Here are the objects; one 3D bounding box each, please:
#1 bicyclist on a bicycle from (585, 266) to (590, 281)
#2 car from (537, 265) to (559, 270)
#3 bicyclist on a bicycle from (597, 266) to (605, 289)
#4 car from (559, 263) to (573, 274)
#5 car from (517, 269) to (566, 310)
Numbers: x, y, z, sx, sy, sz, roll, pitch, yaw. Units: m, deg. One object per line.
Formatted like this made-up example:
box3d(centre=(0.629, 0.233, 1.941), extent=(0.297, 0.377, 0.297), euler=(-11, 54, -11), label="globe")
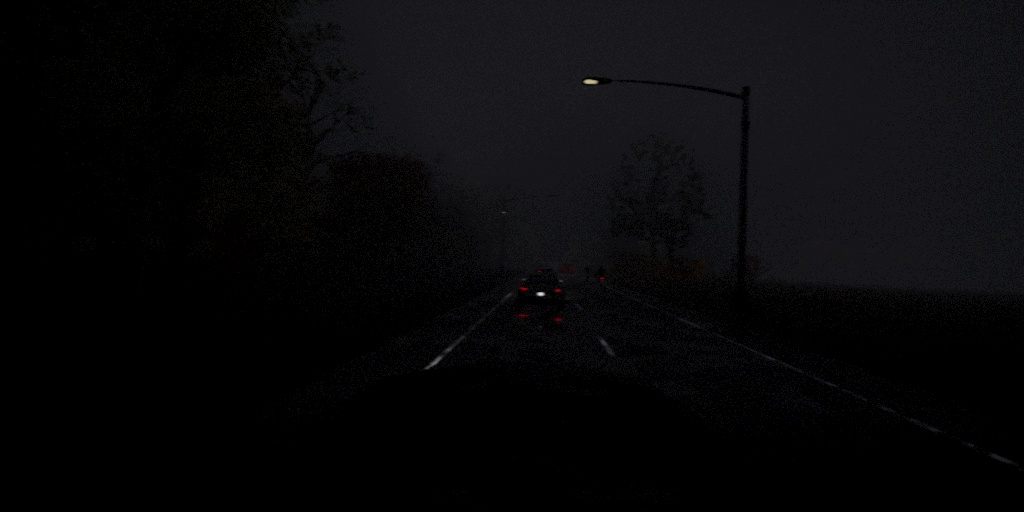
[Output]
box3d(centre=(7.686, 1.821, 36.443), extent=(0.582, 1.620, 1.656), euler=(2, -1, 6), label="bicyclist on a bicycle")
box3d(centre=(3.206, 1.697, 35.493), extent=(2.128, 1.511, 4.902), euler=(2, -1, 6), label="car")
box3d(centre=(6.841, 1.620, 27.682), extent=(0.659, 1.776, 1.843), euler=(2, 0, 6), label="bicyclist on a bicycle")
box3d(centre=(9.079, 2.010, 59.804), extent=(2.097, 1.767, 4.553), euler=(2, -1, 6), label="car")
box3d(centre=(1.338, 1.507, 16.204), extent=(1.994, 1.385, 4.181), euler=(2, -1, 6), label="car")
